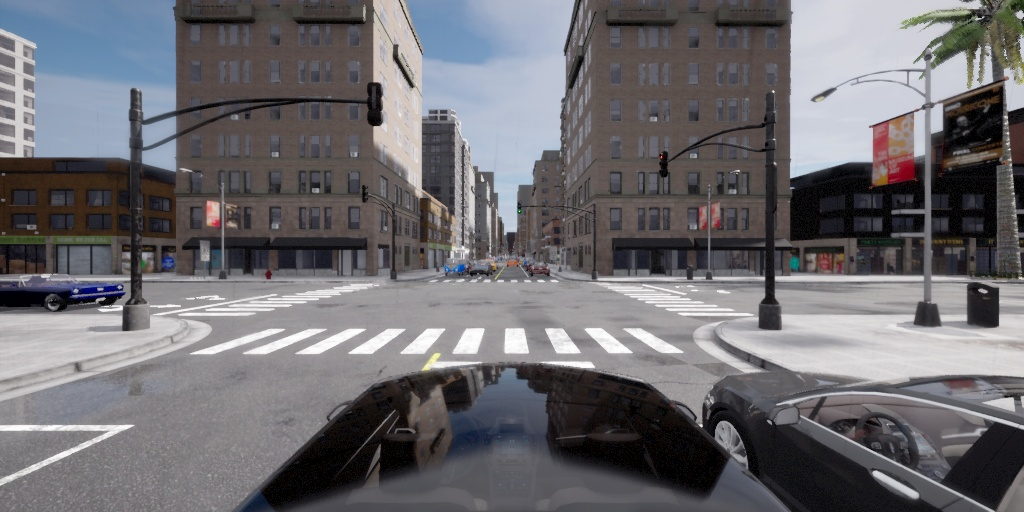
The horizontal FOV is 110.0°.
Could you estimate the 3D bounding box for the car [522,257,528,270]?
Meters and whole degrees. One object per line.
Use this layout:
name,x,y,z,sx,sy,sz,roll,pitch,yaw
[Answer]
car,2.755,1.193,47.717,1.967,1.591,4.097,0,0,0

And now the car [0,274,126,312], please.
car,-17.762,1.329,13.544,4.718,1.301,1.895,0,0,0

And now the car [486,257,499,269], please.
car,-3.016,1.231,46.287,1.882,1.535,5.008,0,0,0

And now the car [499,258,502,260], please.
car,-2.987,1.354,56.206,1.895,1.301,4.718,0,0,0

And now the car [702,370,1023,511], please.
car,2.668,1.300,1.729,2.007,1.370,4.403,0,0,0

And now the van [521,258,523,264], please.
van,2.779,1.094,59.056,1.690,1.789,3.998,0,0,0

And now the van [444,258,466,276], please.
van,-5.794,1.093,36.395,1.690,1.789,3.998,0,0,0

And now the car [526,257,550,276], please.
car,2.732,1.192,36.379,1.967,1.591,4.097,0,0,0

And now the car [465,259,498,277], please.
car,-3.009,1.299,36.585,2.033,1.411,5.357,0,0,4
